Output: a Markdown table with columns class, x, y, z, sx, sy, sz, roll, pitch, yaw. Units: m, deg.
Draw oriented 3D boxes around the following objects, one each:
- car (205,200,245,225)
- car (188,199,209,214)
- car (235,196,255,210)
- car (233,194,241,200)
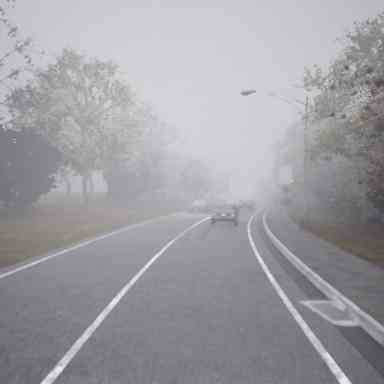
| class | x | y | z | sx | sy | sz | roll | pitch | yaw |
| --- | --- | --- | --- | --- | --- | --- | --- | --- | --- |
| car | 2.490 | 1.530 | 23.931 | 2.033 | 1.411 | 5.357 | 1 | 0 | 11 |
| car | 0.954 | 1.430 | 33.955 | 1.812 | 1.442 | 4.674 | 1 | 0 | 14 |
| car | 6.938 | 1.601 | 42.220 | 1.895 | 1.301 | 4.718 | 1 | 0 | 15 |
| car | 10.097 | 1.204 | 74.264 | 1.812 | 1.442 | 4.674 | 1 | 1 | 7 |
